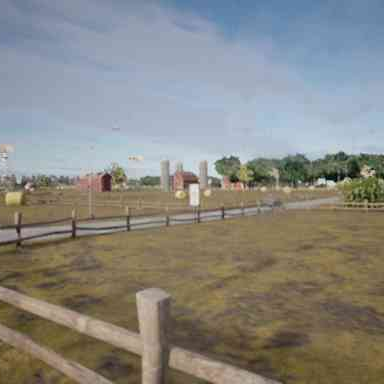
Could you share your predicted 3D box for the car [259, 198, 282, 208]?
[{"bbox_3d":[12.147,1.620,51.229,2.033,1.411,5.357,-1,0,36],"label":"car"}]
